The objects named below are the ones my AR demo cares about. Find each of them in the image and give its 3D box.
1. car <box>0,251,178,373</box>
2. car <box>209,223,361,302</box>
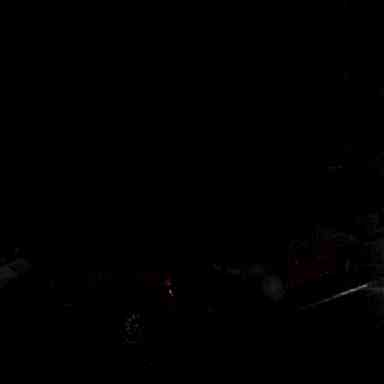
[{"bbox_3d":[-2.178,1.562,4.631,4.206,1.307,1.802,-2,1,-35],"label":"car"},{"bbox_3d":[2.325,1.425,7.817,4.206,1.307,1.802,-2,1,-35],"label":"car"}]
